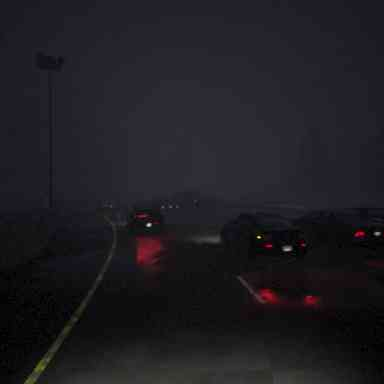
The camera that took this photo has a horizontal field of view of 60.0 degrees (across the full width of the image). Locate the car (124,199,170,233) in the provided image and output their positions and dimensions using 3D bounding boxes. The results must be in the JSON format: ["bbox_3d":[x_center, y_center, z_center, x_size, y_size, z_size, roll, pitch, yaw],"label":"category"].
[{"bbox_3d":[-2.694,1.343,18.727,1.837,1.490,4.892,0,1,-14],"label":"car"}]

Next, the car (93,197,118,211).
[{"bbox_3d":[-9.196,1.231,35.451,1.812,1.442,4.674,0,1,-28],"label":"car"}]

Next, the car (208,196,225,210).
[{"bbox_3d":[1.802,1.137,36.825,1.882,1.535,5.008,0,1,-25],"label":"car"}]

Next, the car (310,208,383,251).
[{"bbox_3d":[5.677,1.407,13.441,2.033,1.411,5.357,0,1,-10],"label":"car"}]

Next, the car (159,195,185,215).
[{"bbox_3d":[-2.726,1.282,30.037,2.033,1.411,5.357,0,1,-22],"label":"car"}]

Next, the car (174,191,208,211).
[{"bbox_3d":[-0.789,0.912,34.260,2.150,2.045,5.566,0,0,-24],"label":"car"}]

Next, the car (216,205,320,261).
[{"bbox_3d":[2.355,1.411,11.712,1.812,1.442,4.674,0,1,-9],"label":"car"}]
